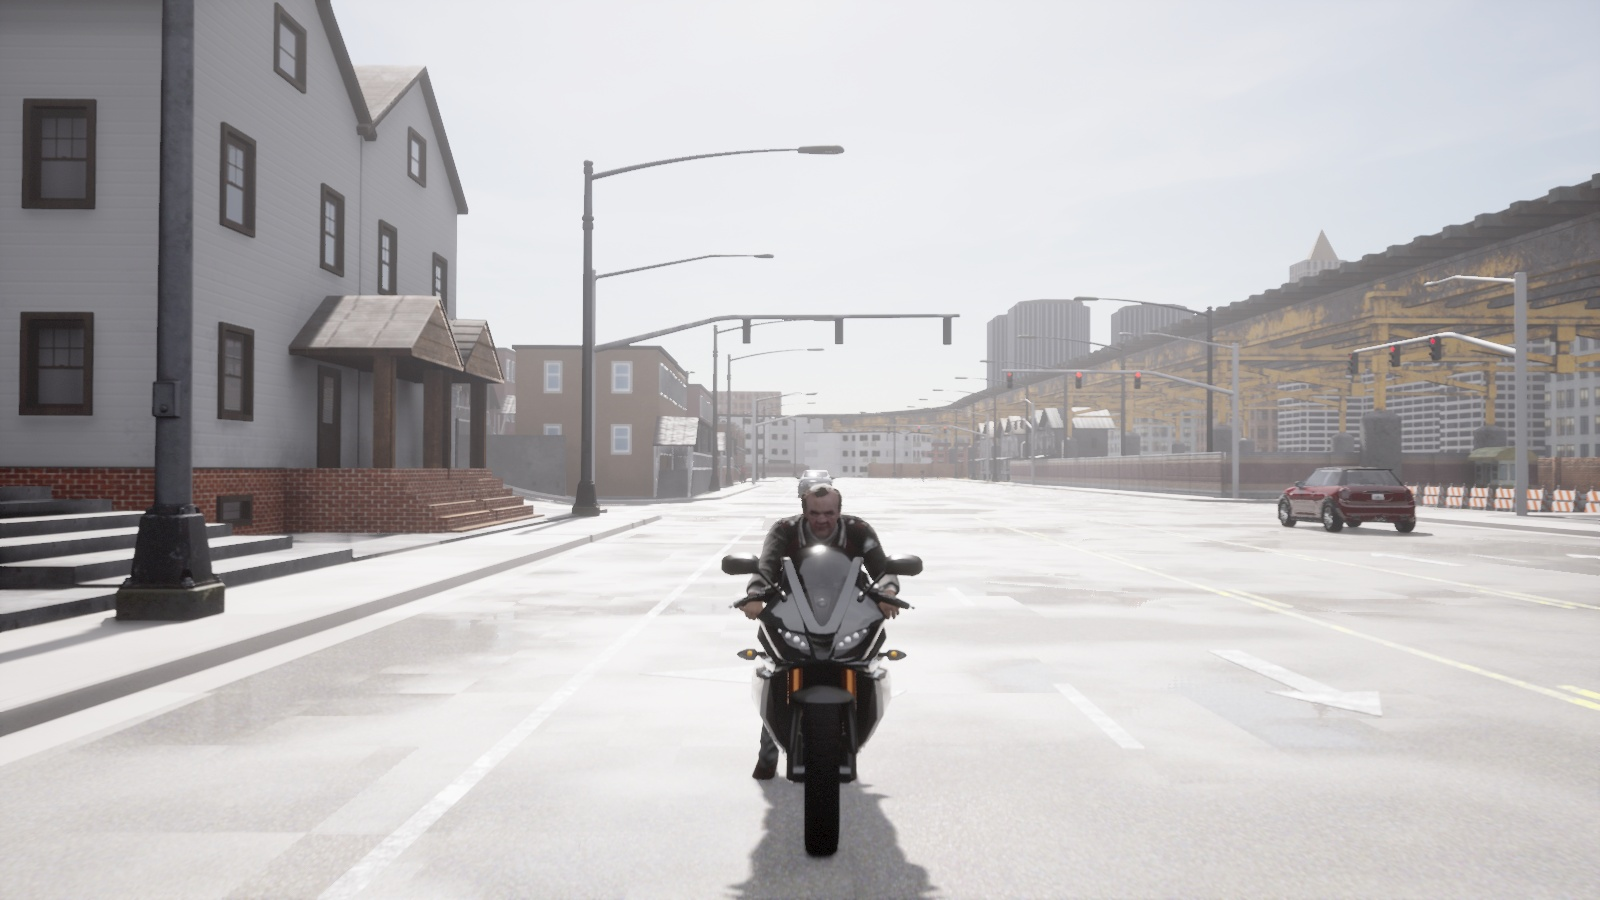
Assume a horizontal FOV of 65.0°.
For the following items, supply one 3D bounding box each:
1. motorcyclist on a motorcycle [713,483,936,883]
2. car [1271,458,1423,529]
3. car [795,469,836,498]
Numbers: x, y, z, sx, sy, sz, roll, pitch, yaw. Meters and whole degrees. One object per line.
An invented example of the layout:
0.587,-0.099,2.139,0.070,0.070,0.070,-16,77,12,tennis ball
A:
0.108,0.936,5.999,0.866,1.530,2.191,0,-1,1,motorcyclist on a motorcycle
14.426,1.114,33.444,2.097,1.767,4.553,0,-1,1,car
0.860,1.783,67.780,2.128,1.511,4.902,0,-1,2,car
